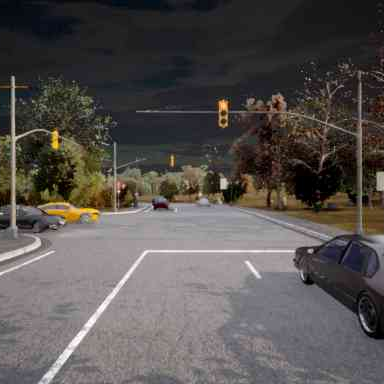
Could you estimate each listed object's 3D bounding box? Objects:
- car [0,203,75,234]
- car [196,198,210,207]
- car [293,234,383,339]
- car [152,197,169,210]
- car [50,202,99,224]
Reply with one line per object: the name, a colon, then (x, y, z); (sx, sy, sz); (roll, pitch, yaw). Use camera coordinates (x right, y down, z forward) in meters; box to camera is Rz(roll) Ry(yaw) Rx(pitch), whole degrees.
car: (-9.583, 1.532, 19.037); (4.892, 1.490, 1.837); (0, -1, 10)
car: (1.905, 1.824, 58.342); (1.812, 1.442, 4.674); (0, -1, -7)
car: (3.611, 1.547, 6.493); (2.033, 1.411, 5.357); (0, 0, 0)
car: (-3.960, 1.677, 43.422); (1.895, 1.301, 4.718); (0, -1, -2)
car: (-9.255, 1.502, 23.881); (5.008, 1.535, 1.882); (-1, 0, -12)
